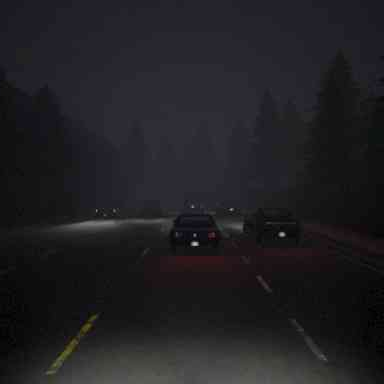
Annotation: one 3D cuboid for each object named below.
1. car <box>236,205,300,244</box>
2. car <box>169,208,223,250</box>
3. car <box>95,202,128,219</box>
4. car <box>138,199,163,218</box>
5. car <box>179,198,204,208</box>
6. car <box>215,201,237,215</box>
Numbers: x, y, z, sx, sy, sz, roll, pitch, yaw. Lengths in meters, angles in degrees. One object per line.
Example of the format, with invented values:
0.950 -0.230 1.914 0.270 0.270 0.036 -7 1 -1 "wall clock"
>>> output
3.617 1.473 15.731 2.128 1.511 4.902 0 0 0 "car"
0.114 1.583 14.267 1.895 1.301 4.718 0 0 0 "car"
-6.907 1.562 28.762 1.895 1.301 4.718 0 0 0 "car"
-3.591 1.439 29.670 1.882 1.535 5.008 0 0 -2 "car"
-0.110 1.313 30.945 2.097 1.767 4.553 0 0 -4 "car"
3.407 1.526 31.704 1.994 1.385 4.181 0 0 -3 "car"
